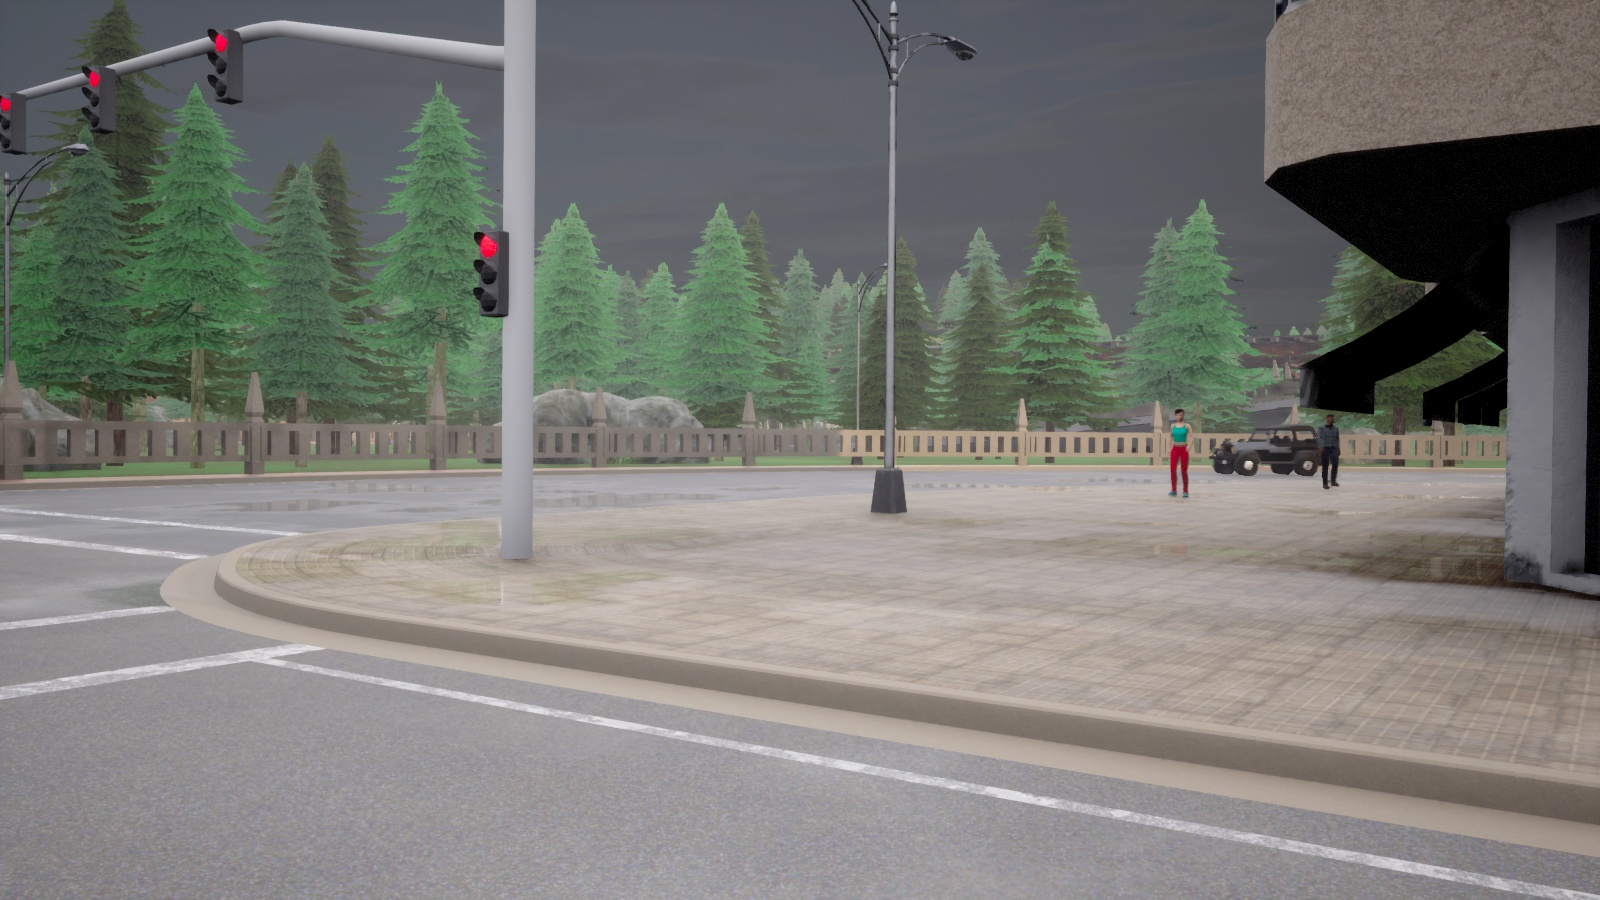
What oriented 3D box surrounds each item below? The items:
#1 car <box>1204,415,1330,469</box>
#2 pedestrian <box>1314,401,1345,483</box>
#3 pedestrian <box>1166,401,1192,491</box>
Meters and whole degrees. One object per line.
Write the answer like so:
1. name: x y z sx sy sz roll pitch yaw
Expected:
1. car: 17.076 -0.311 45.978 3.866 1.878 1.905 -1 1 -9
2. pedestrian: 12.779 -0.200 30.309 0.423 1.949 0.788 -1 1 1
3. pedestrian: 7.793 -0.088 25.802 0.345 1.836 0.594 0 1 35
